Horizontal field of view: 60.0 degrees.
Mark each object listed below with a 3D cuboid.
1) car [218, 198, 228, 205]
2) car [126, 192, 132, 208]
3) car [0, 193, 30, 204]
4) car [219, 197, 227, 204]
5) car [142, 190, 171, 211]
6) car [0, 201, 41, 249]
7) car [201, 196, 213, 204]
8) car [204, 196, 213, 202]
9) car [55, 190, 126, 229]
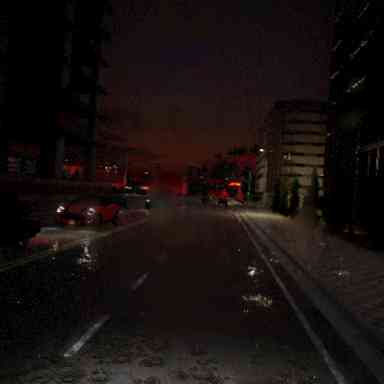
[{"bbox_3d":[6.595,2.028,70.657,1.994,1.385,4.181,4,0,6],"label":"car"},{"bbox_3d":[-7.672,0.934,32.534,1.812,1.442,4.674,4,0,6],"label":"car"},{"bbox_3d":[-9.384,0.760,14.994,1.882,1.535,5.008,4,0,6],"label":"car"},{"bbox_3d":[7.562,2.043,80.645,1.895,1.301,4.718,4,0,6],"label":"car"},{"bbox_3d":[-3.691,1.061,36.996,2.097,1.767,4.553,4,0,6],"label":"car"},{"bbox_3d":[-6.417,1.110,9.504,1.895,1.301,4.718,4,0,6],"label":"car"},{"bbox_3d":[3.087,1.687,70.579,1.882,1.535,5.008,4,0,6],"label":"car"},{"bbox_3d":[4.091,1.709,80.952,1.812,1.442,4.674,4,0,6],"label":"car"},{"bbox_3d":[-5.552,0.926,18.262,2.097,1.767,4.553,4,0,6],"label":"car"}]
